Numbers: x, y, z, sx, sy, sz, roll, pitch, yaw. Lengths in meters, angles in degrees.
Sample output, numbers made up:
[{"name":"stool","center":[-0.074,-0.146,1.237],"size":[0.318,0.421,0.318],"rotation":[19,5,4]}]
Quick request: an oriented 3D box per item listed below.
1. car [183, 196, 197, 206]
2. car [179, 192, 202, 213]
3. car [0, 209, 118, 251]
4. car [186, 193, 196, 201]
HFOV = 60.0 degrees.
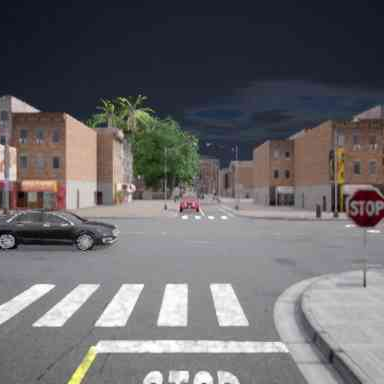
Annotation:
[{"name":"car","center":[-0.324,1.474,55.879],"size":[2.128,1.511,4.902],"rotation":[0,0,0]},{"name":"car","center":[-0.272,1.217,37.618],"size":[2.150,2.045,5.566],"rotation":[0,0,0]},{"name":"car","center":[-5.446,1.452,13.217],"size":[4.892,1.490,1.837],"rotation":[1,0,0]},{"name":"car","center":[-0.316,1.016,72.049],"size":[2.097,1.767,4.553],"rotation":[0,0,0]}]
